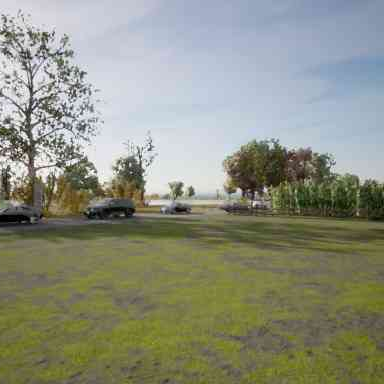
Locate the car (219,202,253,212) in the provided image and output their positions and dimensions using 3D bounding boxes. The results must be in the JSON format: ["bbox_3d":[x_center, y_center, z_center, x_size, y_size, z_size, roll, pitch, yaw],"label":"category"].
[{"bbox_3d":[6.581,2.224,49.579,2.033,1.411,5.357,-1,-2,35],"label":"car"}]

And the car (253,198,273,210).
[{"bbox_3d":[12.517,2.058,58.164,2.150,2.045,5.566,-1,-2,35],"label":"car"}]

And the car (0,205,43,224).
[{"bbox_3d":[-13.901,1.742,25.351,2.128,1.511,4.902,-1,-2,35],"label":"car"}]

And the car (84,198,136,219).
[{"bbox_3d":[-8.161,1.619,33.554,2.150,2.045,5.566,-1,-1,36],"label":"car"}]

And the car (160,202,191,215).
[{"bbox_3d":[-2.029,2.052,42.318,2.128,1.511,4.902,-1,-2,35],"label":"car"}]

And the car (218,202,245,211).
[{"bbox_3d":[6.466,2.328,54.310,2.033,1.411,5.357,-1,-2,35],"label":"car"}]
